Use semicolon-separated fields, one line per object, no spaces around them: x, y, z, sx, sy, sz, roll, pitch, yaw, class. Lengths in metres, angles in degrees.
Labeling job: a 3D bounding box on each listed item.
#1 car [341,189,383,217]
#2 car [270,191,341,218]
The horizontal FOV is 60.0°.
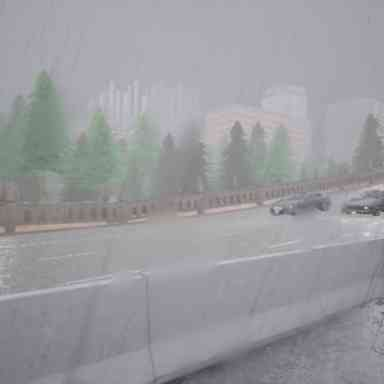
11.437;0.559;20.626;5.357;1.411;2.033;-6;4;-35;car
7.233;0.732;21.959;4.902;1.511;2.128;-6;3;-35;car
